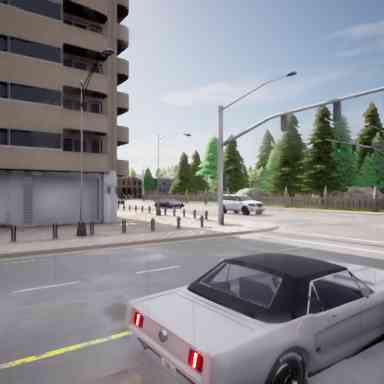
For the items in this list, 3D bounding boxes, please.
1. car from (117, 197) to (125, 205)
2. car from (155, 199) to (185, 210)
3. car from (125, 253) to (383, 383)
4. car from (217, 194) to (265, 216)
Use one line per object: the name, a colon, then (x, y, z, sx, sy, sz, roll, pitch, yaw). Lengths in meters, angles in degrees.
car: (-14.152, 1.633, 61.056, 2.033, 1.411, 5.357, 0, 0, -36)
car: (-3.118, 1.602, 45.541, 2.033, 1.411, 5.357, 0, 0, -36)
car: (1.567, 1.601, 4.897, 4.718, 1.301, 1.895, 0, 0, -35)
car: (4.967, 1.277, 34.293, 2.150, 2.045, 5.566, 0, 0, -36)
